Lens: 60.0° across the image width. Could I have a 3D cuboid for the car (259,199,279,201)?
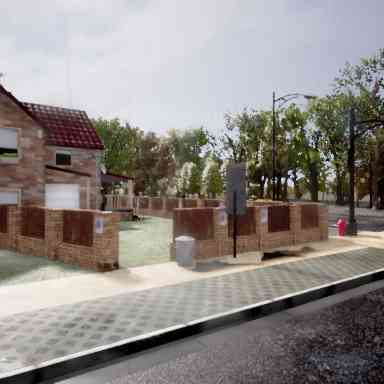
[{"bbox_3d":[7.171,1.402,29.886,1.882,1.535,5.008,0,0,-35],"label":"car"}]
